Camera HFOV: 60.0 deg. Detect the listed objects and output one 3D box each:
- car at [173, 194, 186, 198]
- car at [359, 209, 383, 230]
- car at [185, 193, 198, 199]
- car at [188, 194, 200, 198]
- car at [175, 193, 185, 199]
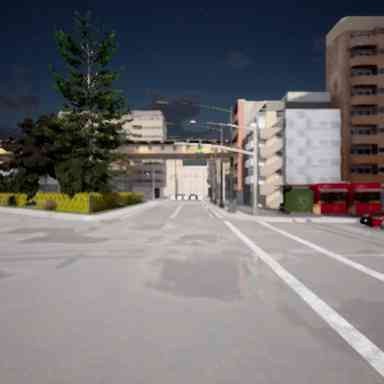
[{"bbox_3d":[-3.576,1.132,94.852,1.853,1.218,4.536,0,0,25],"label":"car"},{"bbox_3d":[12.836,1.612,20.791,4.181,1.385,1.994,1,0,-1],"label":"car"},{"bbox_3d":[0.563,1.285,94.496,2.038,1.542,4.974,0,0,-20],"label":"car"},{"bbox_3d":[0.545,1.128,94.544,1.853,1.218,4.536,0,0,-20],"label":"car"},{"bbox_3d":[-3.597,1.290,94.805,2.038,1.542,4.974,0,0,25],"label":"car"}]
